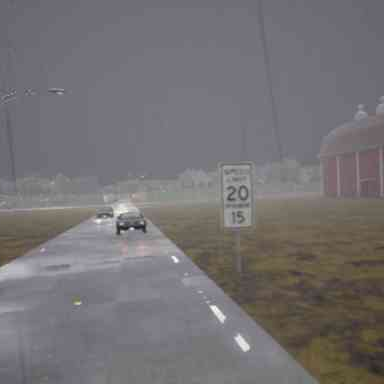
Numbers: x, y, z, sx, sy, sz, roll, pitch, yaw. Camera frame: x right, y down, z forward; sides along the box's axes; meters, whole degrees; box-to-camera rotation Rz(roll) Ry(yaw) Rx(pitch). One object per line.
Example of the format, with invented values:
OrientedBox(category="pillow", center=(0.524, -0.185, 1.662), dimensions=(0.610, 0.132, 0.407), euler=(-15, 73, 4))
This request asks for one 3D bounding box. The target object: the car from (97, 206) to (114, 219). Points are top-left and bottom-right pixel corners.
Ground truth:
OrientedBox(category="car", center=(-10.317, 2.390, 39.925), dimensions=(2.033, 1.411, 5.357), euler=(-2, -1, -11))

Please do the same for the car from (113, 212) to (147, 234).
OrientedBox(category="car", center=(-4.180, 2.029, 22.817), dimensions=(1.895, 1.301, 4.718), euler=(-2, -1, -11))
